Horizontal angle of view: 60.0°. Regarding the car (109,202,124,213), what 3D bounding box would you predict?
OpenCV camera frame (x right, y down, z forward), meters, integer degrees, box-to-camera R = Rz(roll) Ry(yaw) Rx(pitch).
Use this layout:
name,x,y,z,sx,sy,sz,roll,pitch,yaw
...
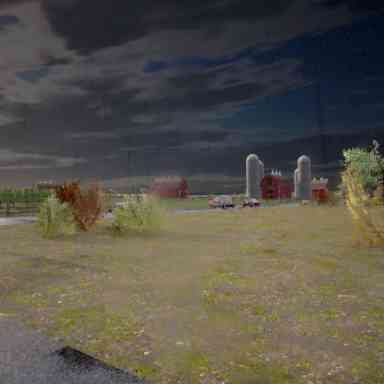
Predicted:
name,x,y,z,sx,sy,sz,roll,pitch,yaw
car,-8.666,1.924,41.654,2.033,1.411,5.357,-1,-1,36

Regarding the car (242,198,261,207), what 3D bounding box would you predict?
name,x,y,z,sx,sy,sz,roll,pitch,yaw
car,11.417,1.989,63.318,2.097,1.767,4.553,-1,-1,36

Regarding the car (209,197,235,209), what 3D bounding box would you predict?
name,x,y,z,sx,sy,sz,roll,pitch,yaw
car,5.409,2.014,54.916,2.128,1.511,4.902,-1,-1,36

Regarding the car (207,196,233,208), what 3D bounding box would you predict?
name,x,y,z,sx,sy,sz,roll,pitch,yaw
car,5.237,1.859,60.750,2.150,2.045,5.566,-1,-2,36
